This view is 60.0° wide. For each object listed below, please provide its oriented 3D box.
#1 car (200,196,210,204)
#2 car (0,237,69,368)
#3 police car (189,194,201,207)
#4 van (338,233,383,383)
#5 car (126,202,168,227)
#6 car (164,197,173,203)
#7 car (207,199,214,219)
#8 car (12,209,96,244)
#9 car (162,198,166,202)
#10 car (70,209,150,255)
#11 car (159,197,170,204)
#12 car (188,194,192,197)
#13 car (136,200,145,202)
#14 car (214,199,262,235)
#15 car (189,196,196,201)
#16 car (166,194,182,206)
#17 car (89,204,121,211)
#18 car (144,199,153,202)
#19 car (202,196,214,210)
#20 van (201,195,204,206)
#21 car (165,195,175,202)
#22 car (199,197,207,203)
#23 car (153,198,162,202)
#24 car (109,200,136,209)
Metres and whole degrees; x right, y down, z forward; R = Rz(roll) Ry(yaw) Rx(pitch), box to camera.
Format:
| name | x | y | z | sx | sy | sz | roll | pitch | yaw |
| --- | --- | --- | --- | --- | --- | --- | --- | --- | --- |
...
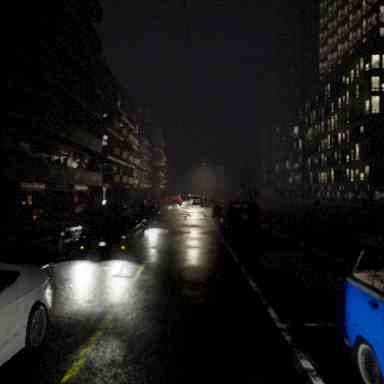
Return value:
| name | x | y | z | sx | sy | sz | roll | pitch | yaw |
| --- | --- | --- | --- | --- | --- | --- | --- | --- | --- |
| car | 2.711 | 1.708 | 68.926 | 1.967 | 1.590 | 4.097 | 0 | 0 | 0 |
| car | -3.092 | 1.537 | 3.483 | 1.812 | 1.442 | 4.674 | 0 | 0 | 0 |
| police car | 0.922 | 1.631 | 55.455 | 1.930 | 1.638 | 5.238 | 0 | 0 | 0 |
| van | 2.685 | 1.349 | 2.608 | 1.690 | 1.788 | 3.998 | 0 | 0 | 0 |
| car | -3.041 | 1.643 | 23.349 | 1.994 | 1.385 | 4.181 | 0 | 0 | 0 |
| car | -5.665 | 1.845 | 79.814 | 1.752 | 1.417 | 4.829 | 0 | 0 | 0 |
| car | 2.697 | 1.649 | 30.241 | 1.887 | 1.381 | 4.507 | 0 | 0 | 0 |
| car | -5.689 | 1.595 | 13.664 | 2.008 | 1.369 | 4.403 | 0 | 0 | 0 |
| car | -5.675 | 1.737 | 52.349 | 1.887 | 1.381 | 4.507 | 0 | 0 | 0 |
| car | -3.082 | 1.608 | 13.425 | 1.994 | 1.385 | 4.181 | 0 | 0 | 0 |
| car | -5.669 | 1.812 | 68.930 | 1.887 | 1.381 | 4.507 | 0 | 0 | 0 |
| car | 0.786 | 1.603 | 65.359 | 2.097 | 1.767 | 4.553 | 0 | 0 | 3 |
| car | -5.683 | 1.686 | 30.244 | 1.802 | 1.307 | 4.206 | 0 | 0 | 0 |
| car | 2.691 | 1.379 | 19.187 | 2.192 | 1.841 | 5.009 | 0 | 0 | 0 |
| car | 0.036 | 1.782 | 90.285 | 1.895 | 1.301 | 4.718 | 0 | 0 | 0 |
| car | -3.024 | 1.442 | 59.166 | 2.150 | 2.045 | 5.566 | 0 | 0 | 1 |
| car | -5.688 | 1.609 | 19.190 | 1.887 | 1.381 | 4.507 | 0 | 0 | 0 |
| car | -5.682 | 1.565 | 35.771 | 1.967 | 1.590 | 4.097 | 0 | 0 | 0 |
| car | 2.703 | 1.695 | 46.990 | 1.752 | 1.417 | 4.829 | 0 | 0 | 0 |
| van | 2.704 | 1.533 | 52.347 | 1.690 | 1.788 | 3.998 | 0 | 0 | 0 |
| car | -5.664 | 1.663 | 85.511 | 2.192 | 1.841 | 5.009 | 0 | 0 | 0 |
| car | 2.716 | 1.903 | 79.980 | 1.802 | 1.307 | 4.206 | 0 | 0 | 0 |
| car | -5.677 | 1.693 | 46.654 | 1.752 | 1.417 | 4.829 | 0 | 0 | 0 |
| car | -5.686 | 1.524 | 24.718 | 1.967 | 1.590 | 4.097 | 0 | 0 | 0 |
